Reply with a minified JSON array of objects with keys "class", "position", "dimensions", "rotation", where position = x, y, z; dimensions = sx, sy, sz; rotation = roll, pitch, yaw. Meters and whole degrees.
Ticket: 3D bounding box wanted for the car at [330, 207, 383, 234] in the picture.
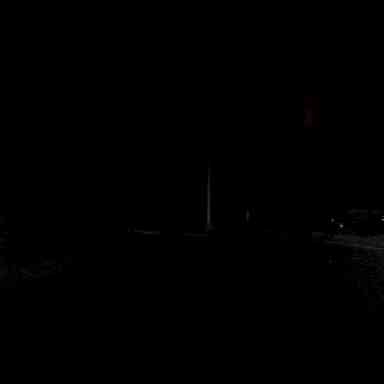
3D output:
[{"class":"car","position":[10.188,1.616,19.800],"dimensions":[4.674,1.442,1.812],"rotation":[0,0,-35]}]
